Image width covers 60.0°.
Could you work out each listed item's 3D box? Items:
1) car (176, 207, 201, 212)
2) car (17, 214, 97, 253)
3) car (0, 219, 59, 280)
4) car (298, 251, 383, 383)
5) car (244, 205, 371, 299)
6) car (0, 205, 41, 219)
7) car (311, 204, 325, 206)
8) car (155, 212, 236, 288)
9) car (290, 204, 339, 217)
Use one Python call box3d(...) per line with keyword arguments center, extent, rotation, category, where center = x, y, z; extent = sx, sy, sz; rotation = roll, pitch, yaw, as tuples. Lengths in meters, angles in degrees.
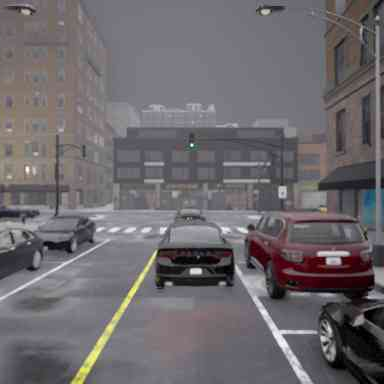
box3d(center=(-0.230, 1.683, 20.313), extent=(1.837, 1.490, 4.892), rotation=(0, -1, -5), category="car")
box3d(center=(-5.388, 1.691, 14.240), extent=(1.947, 1.339, 4.313), rotation=(0, 0, 0), category="car")
box3d(center=(-5.388, 1.627, 8.579), extent=(2.008, 1.369, 4.403), rotation=(0, 0, 0), category="car")
box3d(center=(2.636, 1.592, 2.916), extent=(1.947, 1.339, 4.313), rotation=(0, 0, 0), category="car")
box3d(center=(2.637, 1.390, 8.580), extent=(2.192, 1.841, 5.009), rotation=(0, 0, 0), category="car")
box3d(center=(-16.165, 1.791, 29.739), extent=(4.718, 1.301, 1.895), rotation=(0, -1, 0), category="car")
box3d(center=(14.986, 1.851, 33.329), extent=(5.008, 1.535, 1.882), rotation=(0, -1, 0), category="car")
box3d(center=(0.048, 1.562, 9.554), extent=(1.882, 1.535, 5.008), rotation=(0, 0, -1), category="car")
box3d(center=(13.381, 1.994, 36.571), extent=(4.718, 1.301, 1.895), rotation=(0, -1, 0), category="car")
